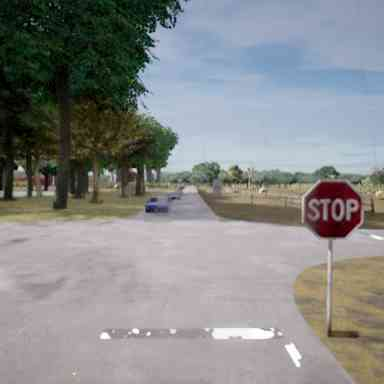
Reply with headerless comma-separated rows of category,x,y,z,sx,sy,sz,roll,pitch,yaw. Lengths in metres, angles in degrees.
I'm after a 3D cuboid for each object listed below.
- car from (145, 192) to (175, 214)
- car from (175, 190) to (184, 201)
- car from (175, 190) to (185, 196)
car,-2.758,1.041,28.183,1.882,1.535,5.008,0,2,1
car,-2.751,0.687,51.854,1.994,1.385,4.181,0,2,0
car,-2.753,0.172,76.061,2.033,1.411,5.357,0,1,0
